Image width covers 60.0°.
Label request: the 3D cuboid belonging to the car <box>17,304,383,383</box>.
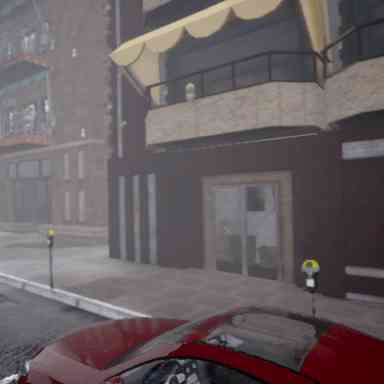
[{"bbox_3d":[0.358,1.582,2.489,4.206,1.307,1.802,0,-1,36],"label":"car"}]
